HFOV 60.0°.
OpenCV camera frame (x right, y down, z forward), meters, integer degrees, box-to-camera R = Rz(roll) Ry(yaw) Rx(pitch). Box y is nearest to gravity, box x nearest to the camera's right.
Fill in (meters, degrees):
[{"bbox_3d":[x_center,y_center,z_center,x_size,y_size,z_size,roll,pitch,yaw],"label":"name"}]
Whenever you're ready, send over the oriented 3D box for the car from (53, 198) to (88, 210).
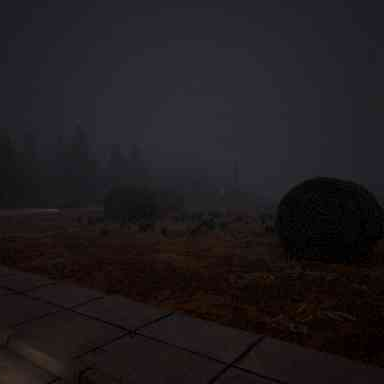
[{"bbox_3d":[-15.814,1.516,43.483,1.812,1.442,4.674,0,0,37],"label":"car"}]
